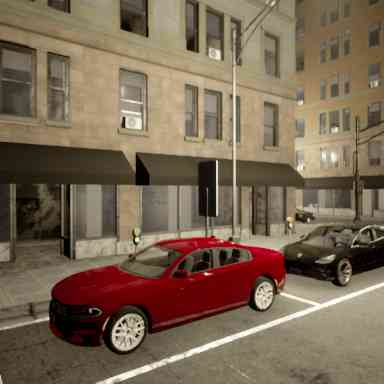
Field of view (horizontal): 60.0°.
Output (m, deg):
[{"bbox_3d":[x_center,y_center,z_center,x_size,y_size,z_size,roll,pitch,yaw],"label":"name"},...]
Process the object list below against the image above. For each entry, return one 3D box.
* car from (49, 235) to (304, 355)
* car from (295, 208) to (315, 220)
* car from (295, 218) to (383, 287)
[{"bbox_3d":[-0.189,1.543,6.086,4.507,1.381,1.887,0,0,-36],"label":"car"},{"bbox_3d":[6.857,1.602,25.889,2.033,1.411,5.357,0,0,-33],"label":"car"},{"bbox_3d":[4.250,1.560,9.353,4.313,1.339,1.947,0,0,-36],"label":"car"}]
